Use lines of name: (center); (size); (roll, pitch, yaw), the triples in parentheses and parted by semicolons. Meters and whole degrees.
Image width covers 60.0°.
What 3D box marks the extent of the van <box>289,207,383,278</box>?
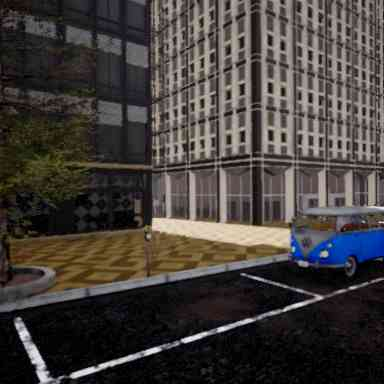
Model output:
van: (4.601, 1.340, 9.856); (3.998, 1.788, 1.690); (0, -1, -35)
